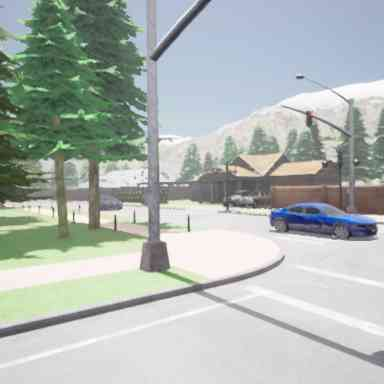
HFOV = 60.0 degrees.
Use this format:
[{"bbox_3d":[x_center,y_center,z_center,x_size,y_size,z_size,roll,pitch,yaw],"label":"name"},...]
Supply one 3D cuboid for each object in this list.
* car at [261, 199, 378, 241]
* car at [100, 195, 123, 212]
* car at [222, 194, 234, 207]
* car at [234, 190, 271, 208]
[{"bbox_3d":[5.961,1.279,15.650,1.882,1.535,5.008,-1,1,-37],"label":"car"},{"bbox_3d":[-9.191,1.115,35.952,2.097,1.767,4.553,-1,1,-36],"label":"car"},{"bbox_3d":[5.321,0.738,37.231,3.866,1.878,1.905,-1,1,-37],"label":"car"},{"bbox_3d":[7.142,0.729,35.455,4.605,1.855,1.932,-1,1,-37],"label":"car"}]
